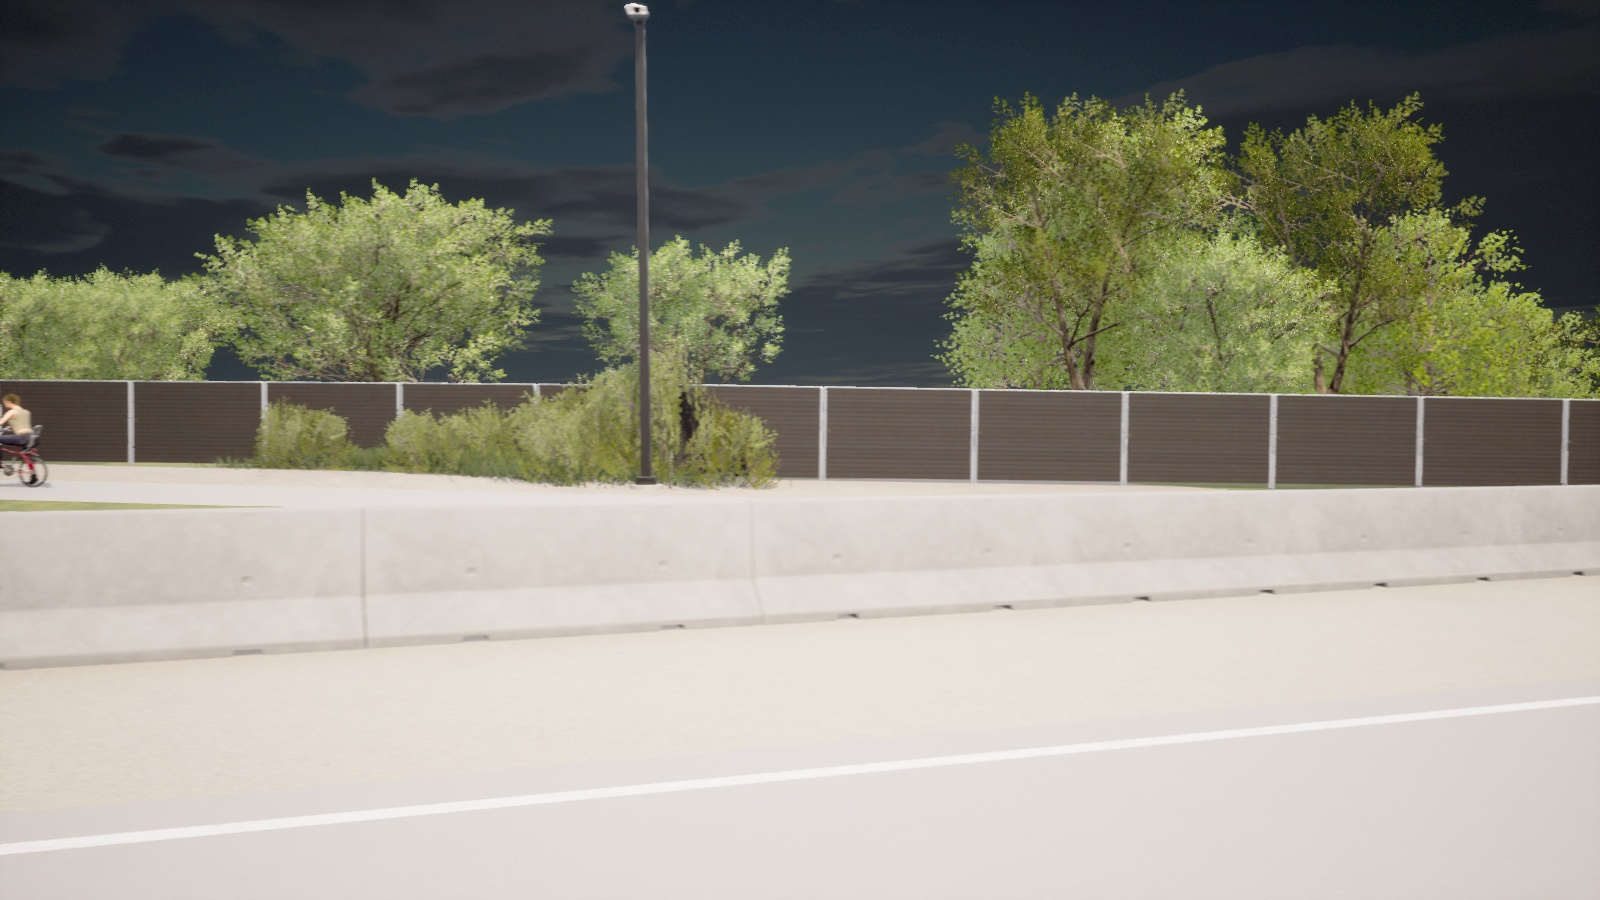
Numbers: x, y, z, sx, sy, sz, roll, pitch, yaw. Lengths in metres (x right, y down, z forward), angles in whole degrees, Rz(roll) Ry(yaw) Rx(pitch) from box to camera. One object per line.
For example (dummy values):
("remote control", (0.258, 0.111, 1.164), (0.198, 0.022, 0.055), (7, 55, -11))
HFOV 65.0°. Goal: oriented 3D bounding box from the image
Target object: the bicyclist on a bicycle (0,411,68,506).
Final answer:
("bicyclist on a bicycle", (-13.677, 0.132, 21.717), (1.509, 1.612, 0.866), (0, 2, 6))
